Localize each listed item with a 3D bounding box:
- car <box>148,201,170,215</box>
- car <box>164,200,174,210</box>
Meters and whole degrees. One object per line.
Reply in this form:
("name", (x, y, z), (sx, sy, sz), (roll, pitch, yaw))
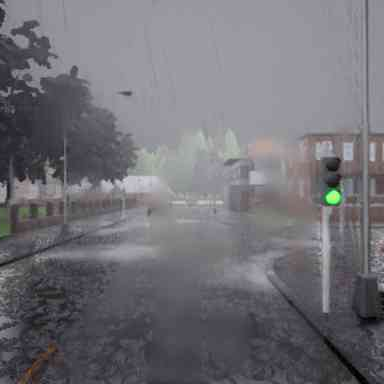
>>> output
("car", (-4.058, 2.032, 39.293), (1.895, 1.301, 4.718), (0, -1, 0))
("car", (-4.002, 2.059, 53.076), (1.882, 1.535, 5.008), (0, -1, 0))
